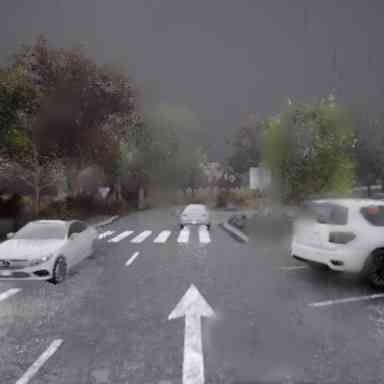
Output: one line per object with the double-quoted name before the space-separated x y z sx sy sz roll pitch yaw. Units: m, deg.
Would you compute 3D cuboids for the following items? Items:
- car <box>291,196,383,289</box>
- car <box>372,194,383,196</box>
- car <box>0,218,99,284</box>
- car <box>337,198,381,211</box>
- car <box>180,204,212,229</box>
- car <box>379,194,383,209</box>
"car" 5.406 1.226 9.112 5.566 2.045 2.435 1 0 -20
"car" 16.922 1.332 30.869 4.553 1.767 2.097 0 0 -3
"car" -4.083 1.516 9.668 1.812 1.442 4.674 0 0 1
"car" 21.028 1.491 42.138 2.163 1.488 4.792 0 -1 -21
"car" 0.304 1.506 21.446 1.812 1.442 4.674 0 0 4
"car" 27.112 1.212 42.246 2.435 2.045 5.566 1 -1 -21
